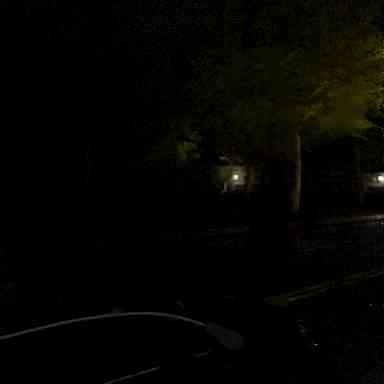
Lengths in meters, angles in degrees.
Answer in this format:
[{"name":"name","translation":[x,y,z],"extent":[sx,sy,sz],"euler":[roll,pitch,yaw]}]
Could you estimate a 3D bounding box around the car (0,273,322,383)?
[{"name":"car","translation":[-0.888,1.501,2.807],"extent":[4.892,1.490,1.837],"euler":[0,0,-35]}]
